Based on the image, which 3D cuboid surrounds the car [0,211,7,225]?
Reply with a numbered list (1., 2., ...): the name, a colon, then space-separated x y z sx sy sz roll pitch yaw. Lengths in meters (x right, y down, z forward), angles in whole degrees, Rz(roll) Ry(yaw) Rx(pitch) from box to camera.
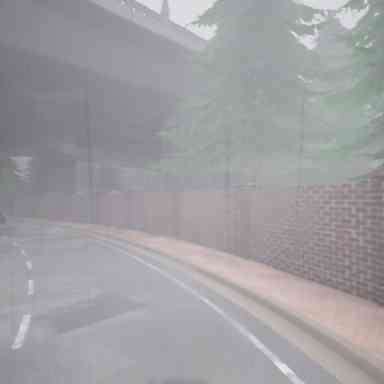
1. car: -17.253 2.037 28.116 4.181 1.385 1.994 -1 -1 43
